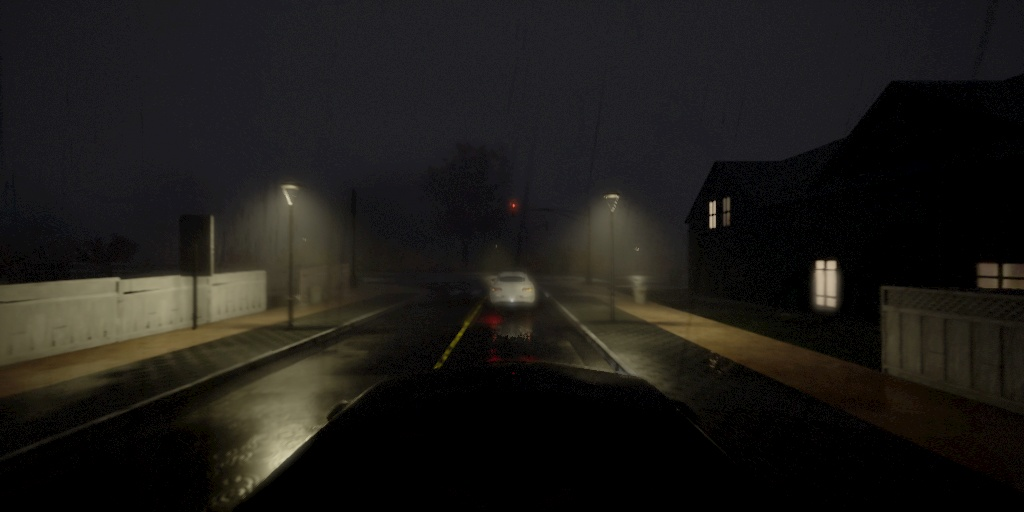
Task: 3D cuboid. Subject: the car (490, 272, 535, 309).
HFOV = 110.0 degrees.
[{"bbox_3d":[0.044,1.421,15.728,1.812,1.442,4.674,0,0,1],"label":"car"}]
